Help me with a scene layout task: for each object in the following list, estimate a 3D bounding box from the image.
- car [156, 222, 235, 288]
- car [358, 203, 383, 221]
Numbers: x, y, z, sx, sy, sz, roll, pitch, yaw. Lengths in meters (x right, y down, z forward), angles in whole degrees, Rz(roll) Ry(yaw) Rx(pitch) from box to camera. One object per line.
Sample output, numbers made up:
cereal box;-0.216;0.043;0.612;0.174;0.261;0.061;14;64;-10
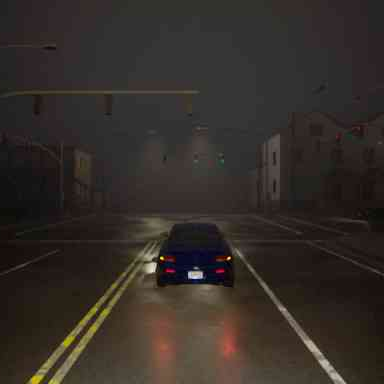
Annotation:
car;0.086;1.558;9.200;1.812;1.442;4.674;0;0;0
car;16.353;1.622;27.803;4.674;1.442;1.812;0;0;-1
